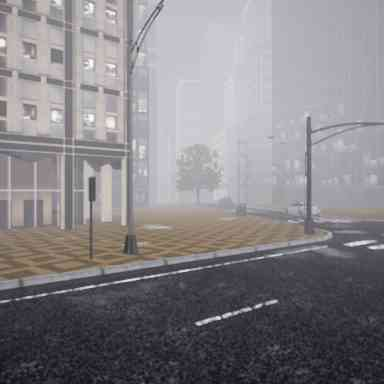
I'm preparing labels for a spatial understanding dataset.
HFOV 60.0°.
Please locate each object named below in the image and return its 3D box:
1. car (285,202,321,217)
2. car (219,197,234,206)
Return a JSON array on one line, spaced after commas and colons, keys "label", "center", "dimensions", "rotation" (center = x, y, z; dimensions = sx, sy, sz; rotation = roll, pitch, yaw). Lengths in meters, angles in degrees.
[{"label": "car", "center": [10.806, 1.670, 32.559], "dimensions": [1.812, 1.442, 4.674], "rotation": [0, 0, -9]}, {"label": "car", "center": [6.458, 1.728, 63.661], "dimensions": [2.097, 1.767, 4.553], "rotation": [0, 0, -7]}]
